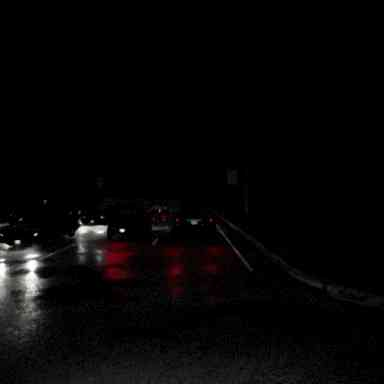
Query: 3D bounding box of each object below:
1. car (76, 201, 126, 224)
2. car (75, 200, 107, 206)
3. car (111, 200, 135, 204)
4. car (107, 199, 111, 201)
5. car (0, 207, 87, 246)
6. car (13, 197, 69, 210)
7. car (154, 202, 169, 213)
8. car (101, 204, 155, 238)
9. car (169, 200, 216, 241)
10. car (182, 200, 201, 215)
[{"bbox_3d":[-7.046,1.711,26.249,2.033,1.411,5.357,0,0,1],"label":"car"},{"bbox_3d":[-10.593,1.681,33.706,2.128,1.511,4.902,0,0,-1],"label":"car"},{"bbox_3d":[-7.157,1.743,36.677,2.033,1.411,5.357,0,0,-1],"label":"car"},{"bbox_3d":[-10.909,1.728,43.929,1.812,1.442,4.674,0,0,-2],"label":"car"},{"bbox_3d":[-7.094,1.656,16.181,2.033,1.411,5.357,0,0,0],"label":"car"},{"bbox_3d":[-10.561,1.372,23.485,2.150,2.045,5.566,0,0,0],"label":"car"},{"bbox_3d":[-3.653,1.801,39.255,1.895,1.301,4.718,0,0,-2],"label":"car"},{"bbox_3d":[-3.402,1.628,18.620,1.837,1.490,4.892,0,0,0],"label":"car"},{"bbox_3d":[0.098,1.468,17.488,2.097,1.767,4.553,0,0,0],"label":"car"},{"bbox_3d":[-0.138,1.691,38.539,2.128,1.511,4.902,0,0,-2],"label":"car"}]
